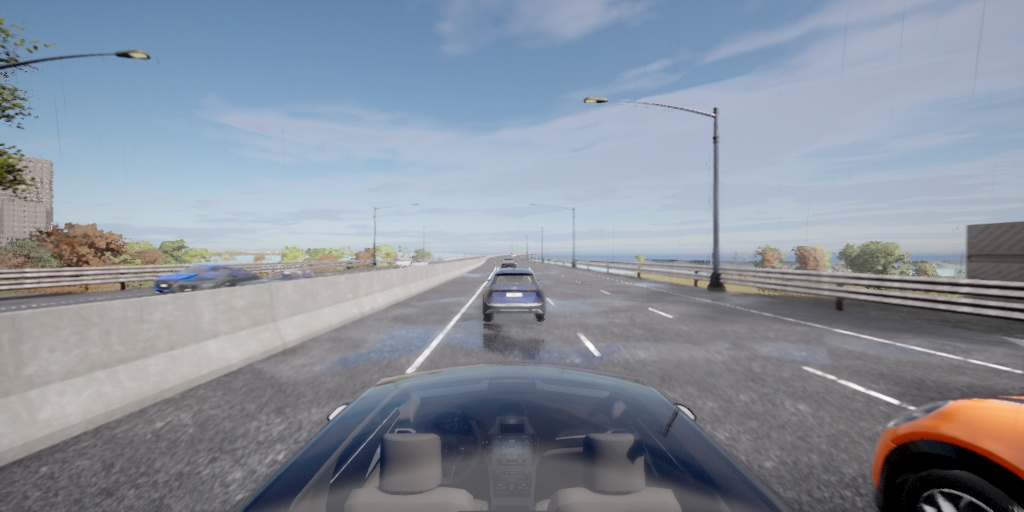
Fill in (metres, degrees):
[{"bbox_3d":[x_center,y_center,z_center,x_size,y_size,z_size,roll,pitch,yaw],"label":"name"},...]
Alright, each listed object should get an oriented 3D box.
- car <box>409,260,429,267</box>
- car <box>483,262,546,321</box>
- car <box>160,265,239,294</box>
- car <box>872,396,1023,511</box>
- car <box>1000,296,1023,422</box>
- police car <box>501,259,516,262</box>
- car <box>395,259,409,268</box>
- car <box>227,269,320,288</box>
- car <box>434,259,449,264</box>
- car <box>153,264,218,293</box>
[{"bbox_3d":[-14.986,1.327,58.805,1.895,1.301,4.718,0,0,-1],"label":"car"},{"bbox_3d":[0.053,1.179,12.529,2.033,1.649,4.856,0,0,0],"label":"car"},{"bbox_3d":[-14.186,1.315,17.668,1.994,1.385,4.181,0,0,-1],"label":"car"},{"bbox_3d":[3.592,1.101,0.605,2.097,1.767,4.553,0,0,0],"label":"car"},{"bbox_3d":[7.091,1.253,2.092,1.837,1.490,4.892,0,0,0],"label":"car"},{"bbox_3d":[-0.422,1.161,43.727,1.930,1.638,5.238,0,0,-1],"label":"police car"},{"bbox_3d":[-18.560,1.250,61.254,1.812,1.442,4.674,0,0,-1],"label":"car"},{"bbox_3d":[-10.679,1.352,17.101,1.895,1.301,4.718,0,0,-1],"label":"car"},{"bbox_3d":[-11.471,1.273,58.405,2.033,1.411,5.357,0,0,-1],"label":"car"},{"bbox_3d":[-17.717,1.228,20.713,1.882,1.535,5.008,0,0,-1],"label":"car"}]
